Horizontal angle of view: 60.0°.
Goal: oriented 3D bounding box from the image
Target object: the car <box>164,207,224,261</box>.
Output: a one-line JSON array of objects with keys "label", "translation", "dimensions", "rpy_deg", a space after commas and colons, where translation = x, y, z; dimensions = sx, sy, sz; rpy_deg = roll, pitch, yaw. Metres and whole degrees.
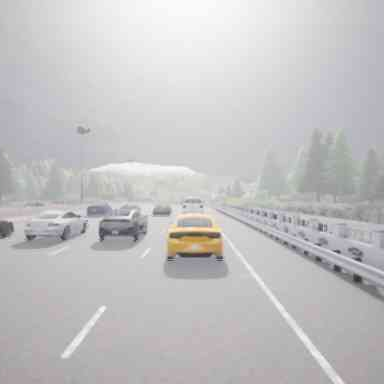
[{"label": "car", "translation": [0.096, 1.554, 12.682], "dimensions": [1.882, 1.535, 5.008], "rpy_deg": [0, 0, 0]}]

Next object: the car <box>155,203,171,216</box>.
[{"label": "car", "translation": [-3.413, 2.022, 39.200], "dimensions": [1.994, 1.385, 4.181], "rpy_deg": [0, -1, 0]}]

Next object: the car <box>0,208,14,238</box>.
[{"label": "car", "translation": [-10.406, 1.665, 15.900], "dimensions": [1.994, 1.385, 4.181], "rpy_deg": [0, 0, 0]}]

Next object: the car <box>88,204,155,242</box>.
[{"label": "car", "translation": [-3.405, 1.603, 17.161], "dimensions": [2.128, 1.511, 4.902], "rpy_deg": [0, 0, 0]}]

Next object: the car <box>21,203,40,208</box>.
[{"label": "car", "translation": [-24.564, 2.242, 51.458], "dimensions": [1.837, 1.490, 4.892], "rpy_deg": [0, -1, 1]}]

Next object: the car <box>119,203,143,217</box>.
[{"label": "car", "translation": [-6.913, 1.996, 37.995], "dimensions": [1.994, 1.385, 4.181], "rpy_deg": [0, -1, 0]}]

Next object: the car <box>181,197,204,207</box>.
[{"label": "car", "translation": [0.089, 1.576, 34.225], "dimensions": [2.150, 2.045, 5.566], "rpy_deg": [0, -1, 0]}]

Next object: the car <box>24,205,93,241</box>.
[{"label": "car", "translation": [-6.906, 1.637, 17.243], "dimensions": [1.812, 1.442, 4.674], "rpy_deg": [0, 0, 0]}]

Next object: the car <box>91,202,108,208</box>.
[{"label": "car", "translation": [-10.412, 1.906, 37.880], "dimensions": [1.882, 1.535, 5.008], "rpy_deg": [0, -1, 0]}]
